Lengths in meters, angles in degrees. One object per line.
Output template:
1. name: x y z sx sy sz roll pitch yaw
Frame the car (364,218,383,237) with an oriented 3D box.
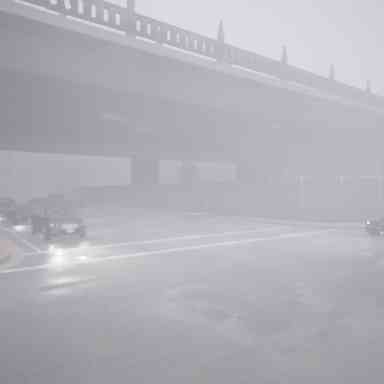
1. car: 10.695 1.539 16.185 4.718 1.301 1.895 0 0 -25

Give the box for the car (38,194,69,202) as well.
1. car: -19.381 1.236 46.501 2.150 2.045 5.566 0 0 -36

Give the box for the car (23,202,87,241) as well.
1. car: -6.947 1.497 17.084 2.128 1.511 4.902 0 0 -36

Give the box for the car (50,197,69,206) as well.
1. car: -22.825 1.615 57.167 1.895 1.301 4.718 0 0 -36

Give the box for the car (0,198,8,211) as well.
1. car: -24.195 1.532 41.027 2.128 1.511 4.902 0 0 -36

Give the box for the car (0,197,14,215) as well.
1. car: -18.378 1.381 32.925 2.097 1.767 4.553 0 0 -36

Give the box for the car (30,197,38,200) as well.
1. car: -25.646 1.506 55.094 1.882 1.535 5.008 0 0 -36

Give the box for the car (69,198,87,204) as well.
1. car: -17.169 1.566 49.432 1.994 1.385 4.181 0 0 -35

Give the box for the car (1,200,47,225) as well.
1. car: -12.657 1.564 24.987 2.033 1.411 5.357 0 0 -36

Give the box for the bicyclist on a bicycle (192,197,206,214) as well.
1. bicyclist on a bicycle: 0.682 1.258 31.255 1.656 1.620 0.582 -1 0 -36
